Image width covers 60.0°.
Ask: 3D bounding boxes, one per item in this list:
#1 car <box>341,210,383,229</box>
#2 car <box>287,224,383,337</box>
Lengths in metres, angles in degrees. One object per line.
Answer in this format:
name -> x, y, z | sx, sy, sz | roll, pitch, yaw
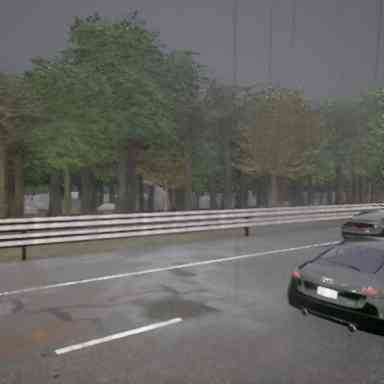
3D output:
car -> 8.163, 1.513, 13.864 | 4.892, 1.490, 1.837 | 0, 0, -35
car -> 3.780, 1.568, 6.444 | 4.181, 1.385, 1.994 | 0, 0, -35
